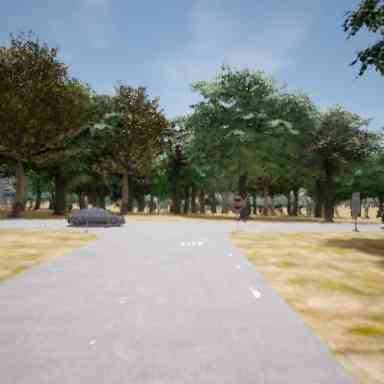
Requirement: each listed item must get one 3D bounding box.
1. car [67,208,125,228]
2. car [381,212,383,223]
[{"bbox_3d":[-7.127,1.879,24.951,4.181,1.385,1.994,1,-1,-8],"label":"car"},{"bbox_3d":[19.657,2.233,29.482,5.566,2.045,2.150,2,-1,-12],"label":"car"}]
